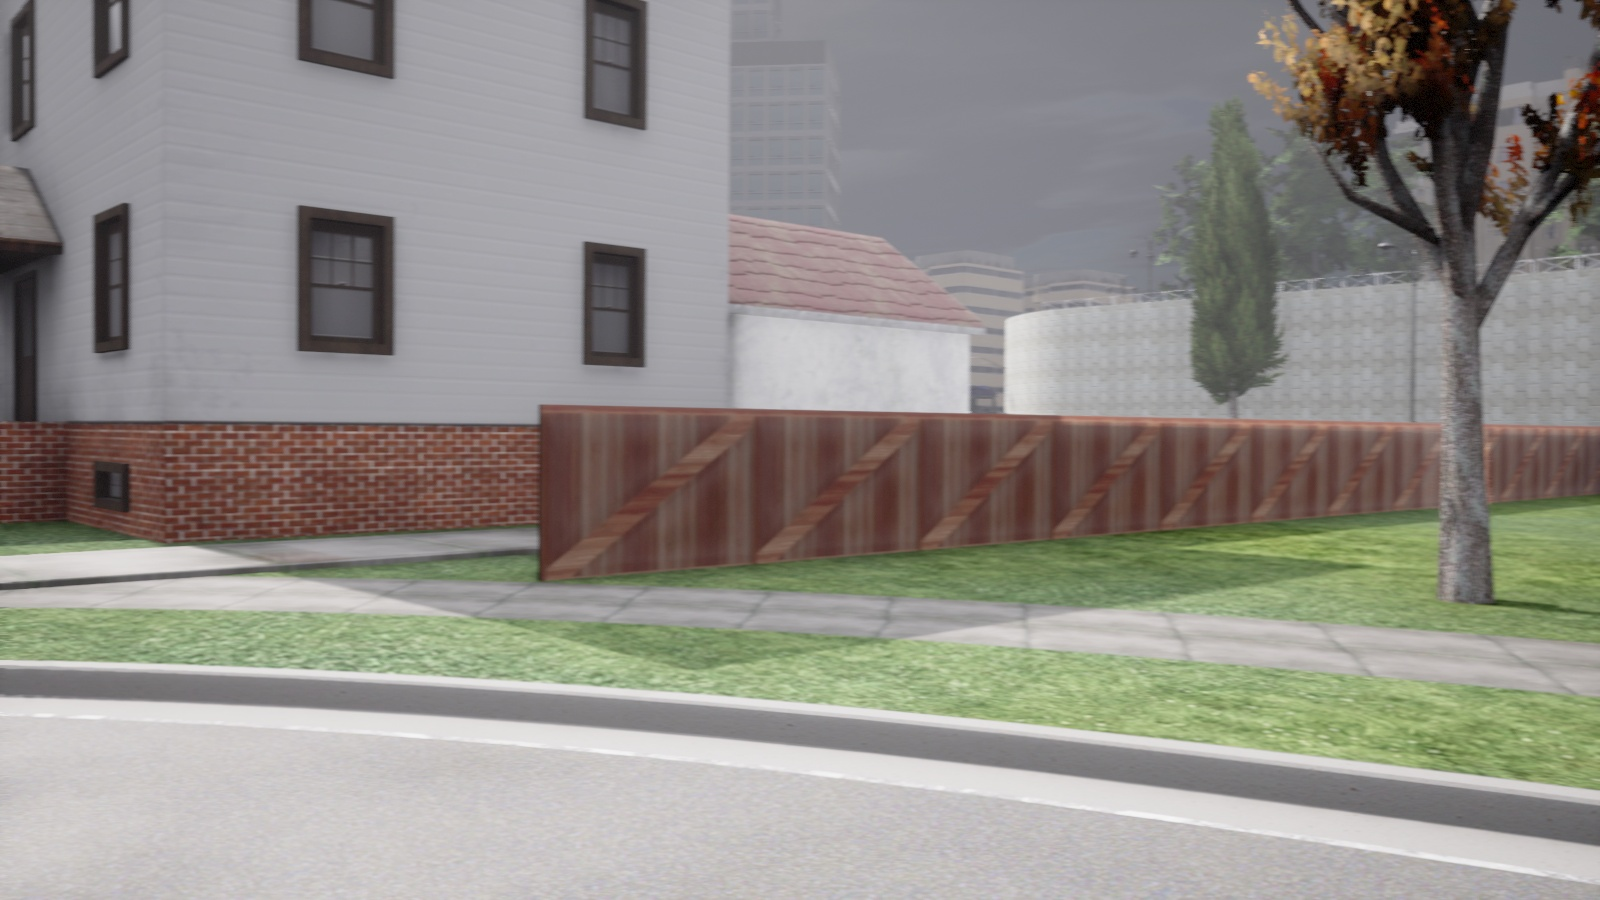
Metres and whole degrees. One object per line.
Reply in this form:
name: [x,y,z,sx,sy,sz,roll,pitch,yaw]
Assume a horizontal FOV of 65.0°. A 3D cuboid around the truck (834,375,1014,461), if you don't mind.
truck: [5.817,-1.468,59.991,8.468,3.827,2.891,0,1,42]
